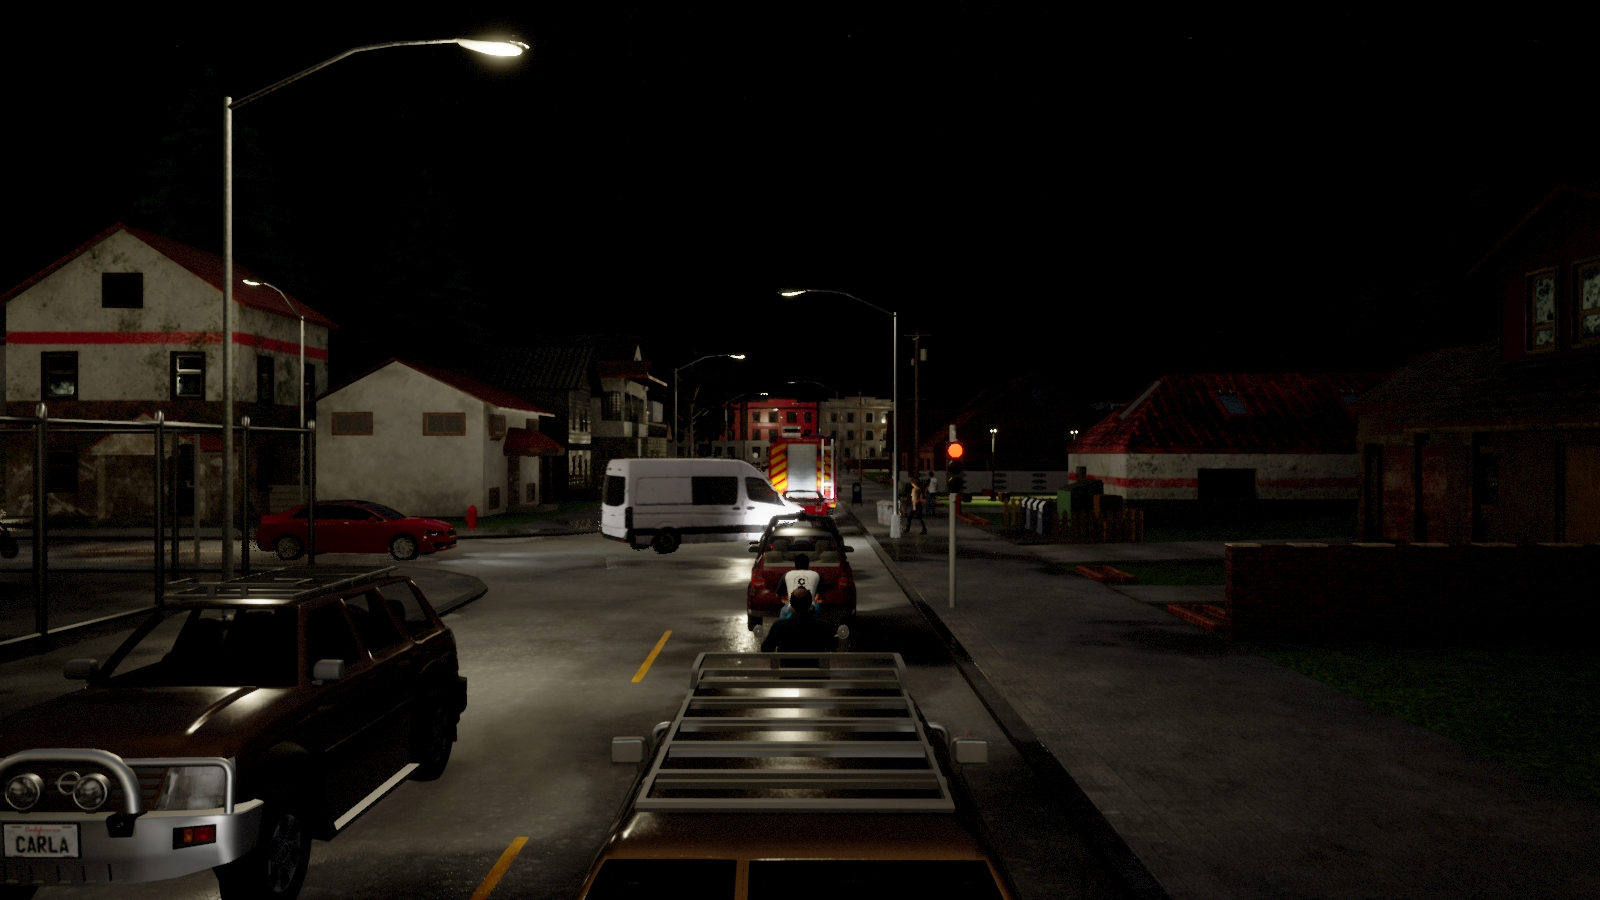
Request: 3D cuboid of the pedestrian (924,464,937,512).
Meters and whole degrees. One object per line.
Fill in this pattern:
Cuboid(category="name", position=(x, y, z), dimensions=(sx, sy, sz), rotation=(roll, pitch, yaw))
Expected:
Cuboid(category="pedestrian", position=(5.174, 1.507, 45.373), dimensions=(0.375, 1.860, 0.375), rotation=(0, 0, -28))

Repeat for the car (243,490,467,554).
Cuboid(category="car", position=(-11.353, 1.831, 29.422), dimensions=(4.892, 1.480, 2.231), rotation=(0, 0, 0))

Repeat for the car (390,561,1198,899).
Cuboid(category="car", position=(-0.006, 1.641, 5.035), dimensions=(1.932, 1.855, 4.605), rotation=(0, 0, 0))

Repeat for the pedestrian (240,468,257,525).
Cuboid(category="pedestrian", position=(-18.124, 1.510, 37.535), dimensions=(0.375, 1.860, 0.375), rotation=(0, 0, 0))

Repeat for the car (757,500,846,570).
Cuboid(category="car", position=(0.042, 1.922, 26.704), dimensions=(1.895, 1.301, 4.718), rotation=(0, 0, 0))

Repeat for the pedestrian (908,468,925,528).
Cuboid(category="pedestrian", position=(3.672, 1.512, 36.091), dimensions=(0.375, 1.860, 0.375), rotation=(0, 0, -40))

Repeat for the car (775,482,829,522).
Cuboid(category="car", position=(0.075, 1.919, 43.009), dimensions=(1.895, 1.301, 4.718), rotation=(0, 0, 0))

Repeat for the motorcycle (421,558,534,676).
Cuboid(category="motorcycle", position=(-3.894, 1.987, 13.966), dimensions=(0.803, 1.145, 2.033), rotation=(0, 0, 0))

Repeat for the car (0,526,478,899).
Cuboid(category="car", position=(-3.983, 1.640, 8.349), dimensions=(1.932, 1.855, 4.605), rotation=(0, 0, 0))

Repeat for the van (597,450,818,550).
Cuboid(category="van", position=(-2.547, 1.302, 32.137), dimensions=(5.915, 2.561, 1.988), rotation=(0, 1, -30))

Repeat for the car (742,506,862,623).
Cuboid(category="car", position=(0.027, 1.798, 18.824), dimensions=(1.789, 1.549, 3.705), rotation=(0, 0, 0))

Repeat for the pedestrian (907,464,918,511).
Cuboid(category="pedestrian", position=(4.522, 1.506, 46.029), dimensions=(0.375, 1.860, 0.375), rotation=(0, 0, 18))

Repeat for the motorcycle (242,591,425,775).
Cuboid(category="motorcycle", position=(-3.994, 1.958, 9.954), dimensions=(0.856, 1.236, 1.805), rotation=(0, 0, 0))

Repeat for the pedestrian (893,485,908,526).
Cuboid(category="pedestrian", position=(3.232, 1.790, 36.781), dimensions=(0.375, 1.300, 0.375), rotation=(0, 0, 31))
